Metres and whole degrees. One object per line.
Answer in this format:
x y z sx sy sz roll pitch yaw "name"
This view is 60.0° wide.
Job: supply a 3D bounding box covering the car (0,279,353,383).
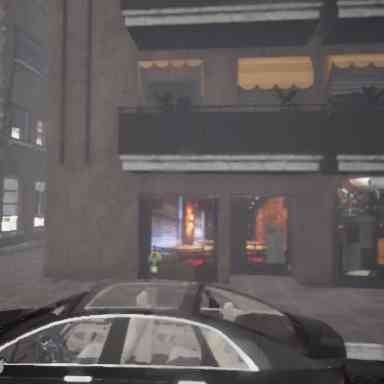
-0.763 1.623 3.310 4.403 1.369 2.008 1 -1 5 "car"
